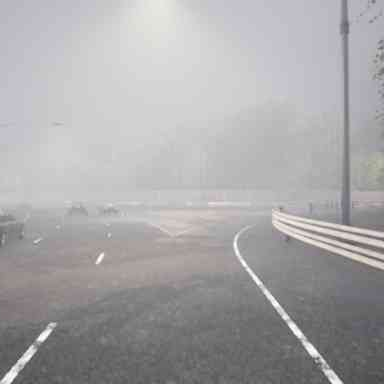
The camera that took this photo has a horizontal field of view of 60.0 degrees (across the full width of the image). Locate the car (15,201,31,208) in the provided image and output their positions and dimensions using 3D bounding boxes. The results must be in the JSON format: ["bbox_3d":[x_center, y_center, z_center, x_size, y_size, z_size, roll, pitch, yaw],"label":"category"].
[{"bbox_3d":[-31.105,2.326,61.029,1.994,1.385,4.181,1,-1,-39],"label":"car"}]

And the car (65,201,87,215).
[{"bbox_3d":[-14.129,1.849,40.438,2.097,1.767,4.553,0,-1,-26],"label":"car"}]

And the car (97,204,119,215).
[{"bbox_3d":[-10.424,2.099,40.994,1.895,1.301,4.718,0,-1,-25],"label":"car"}]

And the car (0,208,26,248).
[{"bbox_3d":[-9.337,1.704,15.667,1.837,1.490,4.892,1,-1,-12],"label":"car"}]

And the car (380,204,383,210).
[{"bbox_3d":[31.877,2.118,52.166,5.357,1.411,2.033,0,-1,-23],"label":"car"}]
